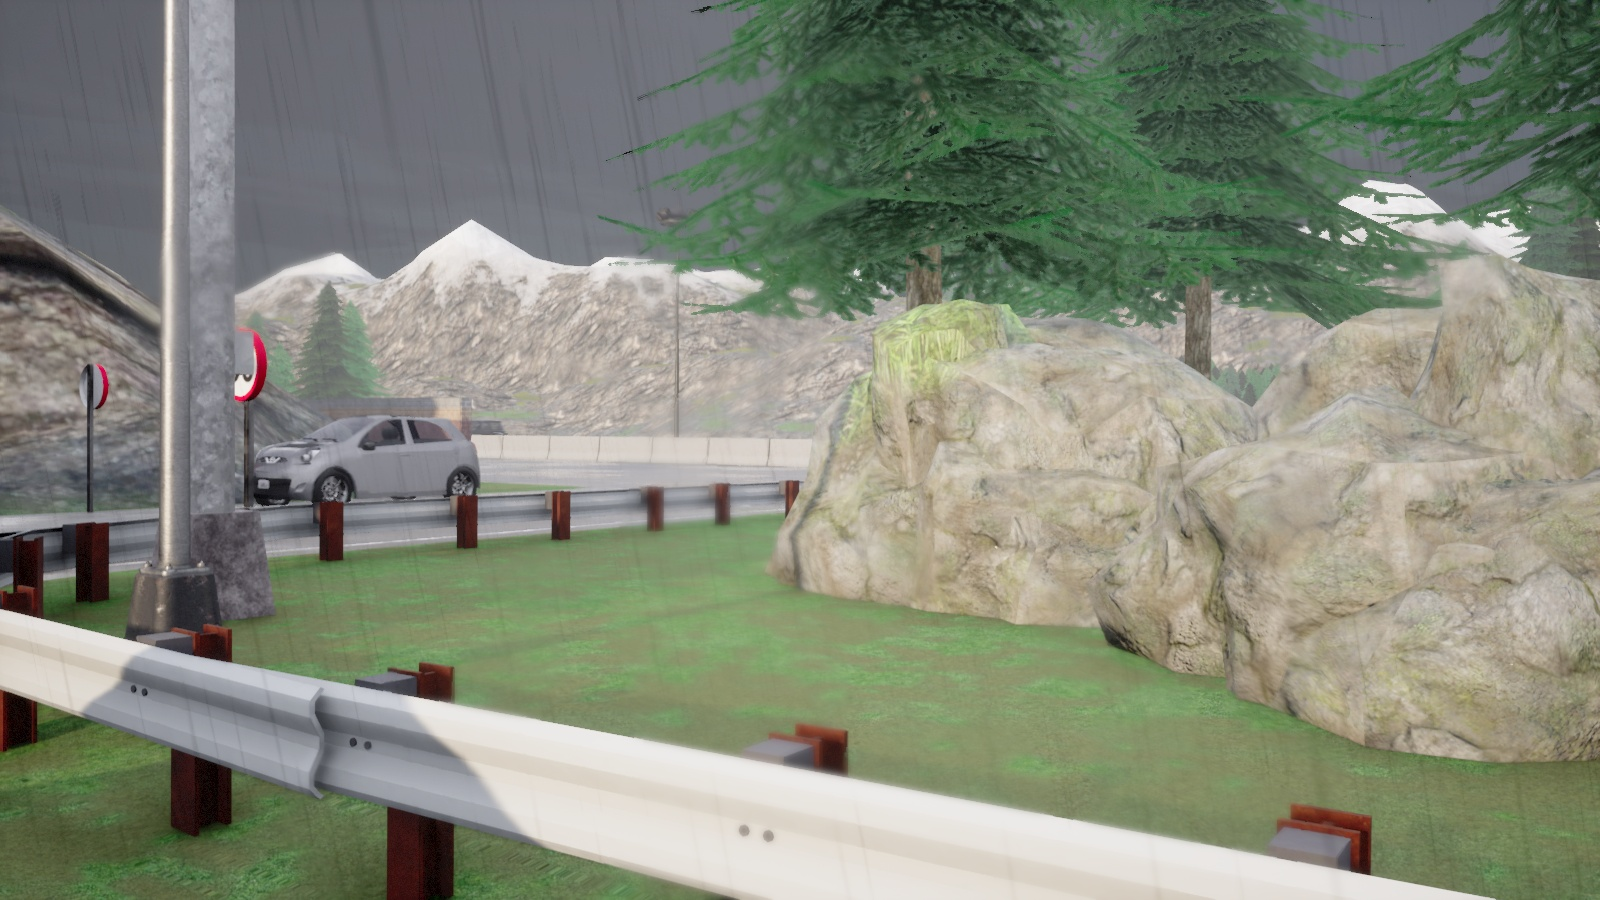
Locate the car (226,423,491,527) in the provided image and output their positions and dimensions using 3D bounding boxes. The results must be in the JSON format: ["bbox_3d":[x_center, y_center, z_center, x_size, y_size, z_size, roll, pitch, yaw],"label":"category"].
[{"bbox_3d":[-6.997,0.336,20.211,1.845,1.501,3.633,0,1,33],"label":"car"}]

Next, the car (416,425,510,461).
[{"bbox_3d":[-19.826,-0.393,73.832,5.566,2.045,2.150,0,1,33],"label":"car"}]
